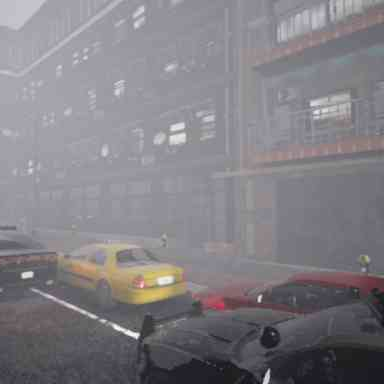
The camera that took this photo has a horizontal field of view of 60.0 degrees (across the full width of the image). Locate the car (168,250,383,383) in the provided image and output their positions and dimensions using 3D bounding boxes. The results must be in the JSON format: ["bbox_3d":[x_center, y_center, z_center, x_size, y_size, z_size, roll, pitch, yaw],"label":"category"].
[{"bbox_3d":[1.912,1.812,4.780,4.507,1.381,1.887,-1,-5,43],"label":"car"}]

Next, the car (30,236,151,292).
[{"bbox_3d":[-2.250,1.891,8.677,4.829,1.417,1.752,-1,-5,43],"label":"car"}]

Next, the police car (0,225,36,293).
[{"bbox_3d":[-5.697,1.765,9.501,5.238,1.638,1.930,-1,-4,43],"label":"police car"}]

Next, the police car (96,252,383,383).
[{"bbox_3d":[1.529,1.586,2.586,5.238,1.638,1.930,-1,-4,43],"label":"police car"}]
